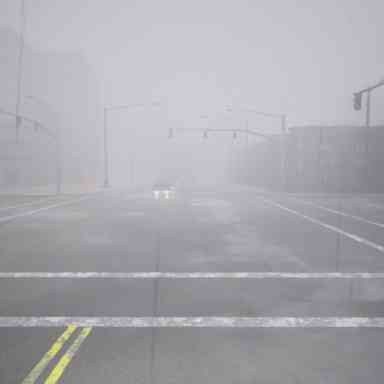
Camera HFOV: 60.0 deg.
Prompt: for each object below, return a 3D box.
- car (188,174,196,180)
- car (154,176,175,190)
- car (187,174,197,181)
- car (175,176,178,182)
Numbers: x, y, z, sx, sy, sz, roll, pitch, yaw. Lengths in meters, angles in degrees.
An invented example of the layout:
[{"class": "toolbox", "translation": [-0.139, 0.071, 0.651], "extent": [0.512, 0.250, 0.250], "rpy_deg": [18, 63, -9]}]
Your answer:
[{"class": "car", "translation": [0.012, -3.722, 80.758], "extent": [2.033, 1.411, 5.357], "rpy_deg": [0, 4, 0]}, {"class": "car", "translation": [-3.592, -0.976, 41.457], "extent": [1.994, 1.385, 4.181], "rpy_deg": [0, 4, 0]}, {"class": "car", "translation": [0.011, -2.993, 70.931], "extent": [1.994, 1.385, 4.181], "rpy_deg": [0, 4, 0]}, {"class": "car", "translation": [-3.587, -1.707, 51.363], "extent": [1.837, 1.490, 4.892], "rpy_deg": [0, 4, 0]}]
